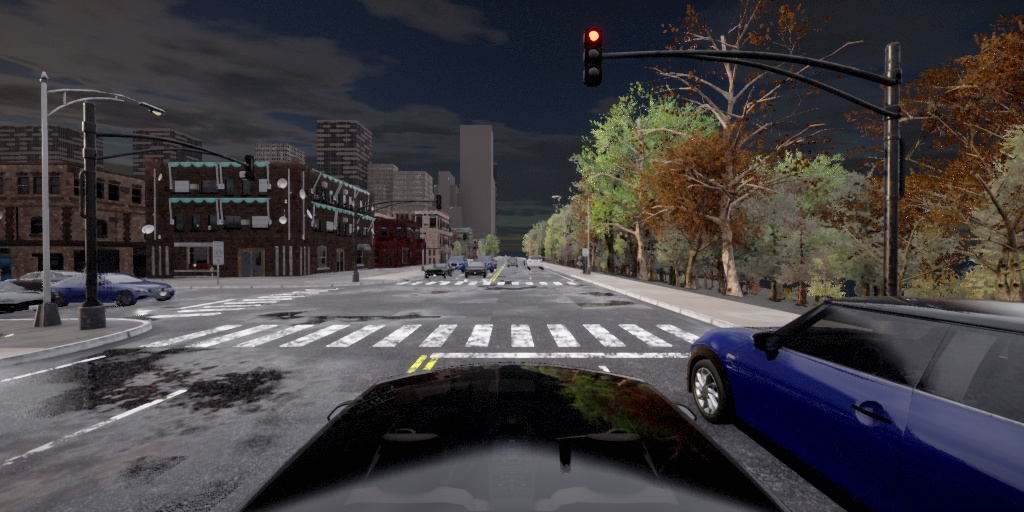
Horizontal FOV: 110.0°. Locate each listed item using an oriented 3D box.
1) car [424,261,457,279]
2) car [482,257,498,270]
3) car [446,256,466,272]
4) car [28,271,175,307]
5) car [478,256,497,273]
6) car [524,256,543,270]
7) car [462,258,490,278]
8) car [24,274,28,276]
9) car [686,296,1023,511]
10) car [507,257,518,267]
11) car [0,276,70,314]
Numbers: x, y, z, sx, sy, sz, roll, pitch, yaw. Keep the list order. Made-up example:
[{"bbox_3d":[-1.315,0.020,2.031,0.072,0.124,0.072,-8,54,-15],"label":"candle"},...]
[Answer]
[{"bbox_3d":[-6.594,1.341,32.785,1.895,1.301,4.718,0,0,0],"label":"car"},{"bbox_3d":[-3.321,1.083,54.318,2.097,1.767,4.553,0,0,0],"label":"car"},{"bbox_3d":[-6.575,0.957,43.223,2.150,2.045,5.566,0,0,0],"label":"car"},{"bbox_3d":[-18.032,1.475,16.098,4.674,1.442,1.812,-1,1,-1],"label":"car"},{"bbox_3d":[-3.333,0.957,44.047,2.150,2.045,5.566,0,0,0],"label":"car"},{"bbox_3d":[3.360,0.952,53.736,2.150,2.045,5.566,0,0,0],"label":"car"},{"bbox_3d":[-3.340,1.217,34.015,1.882,1.535,5.008,0,0,-2],"label":"car"},{"bbox_3d":[-28.276,1.560,21.875,4.403,1.370,2.007,0,0,0],"label":"car"},{"bbox_3d":[3.351,1.102,2.900,2.097,1.767,4.553,0,0,0],"label":"car"},{"bbox_3d":[0.111,1.274,62.949,2.033,1.411,5.357,0,0,0],"label":"car"},{"bbox_3d":[-19.944,1.565,13.361,4.313,1.339,1.948,0,0,0],"label":"car"}]
